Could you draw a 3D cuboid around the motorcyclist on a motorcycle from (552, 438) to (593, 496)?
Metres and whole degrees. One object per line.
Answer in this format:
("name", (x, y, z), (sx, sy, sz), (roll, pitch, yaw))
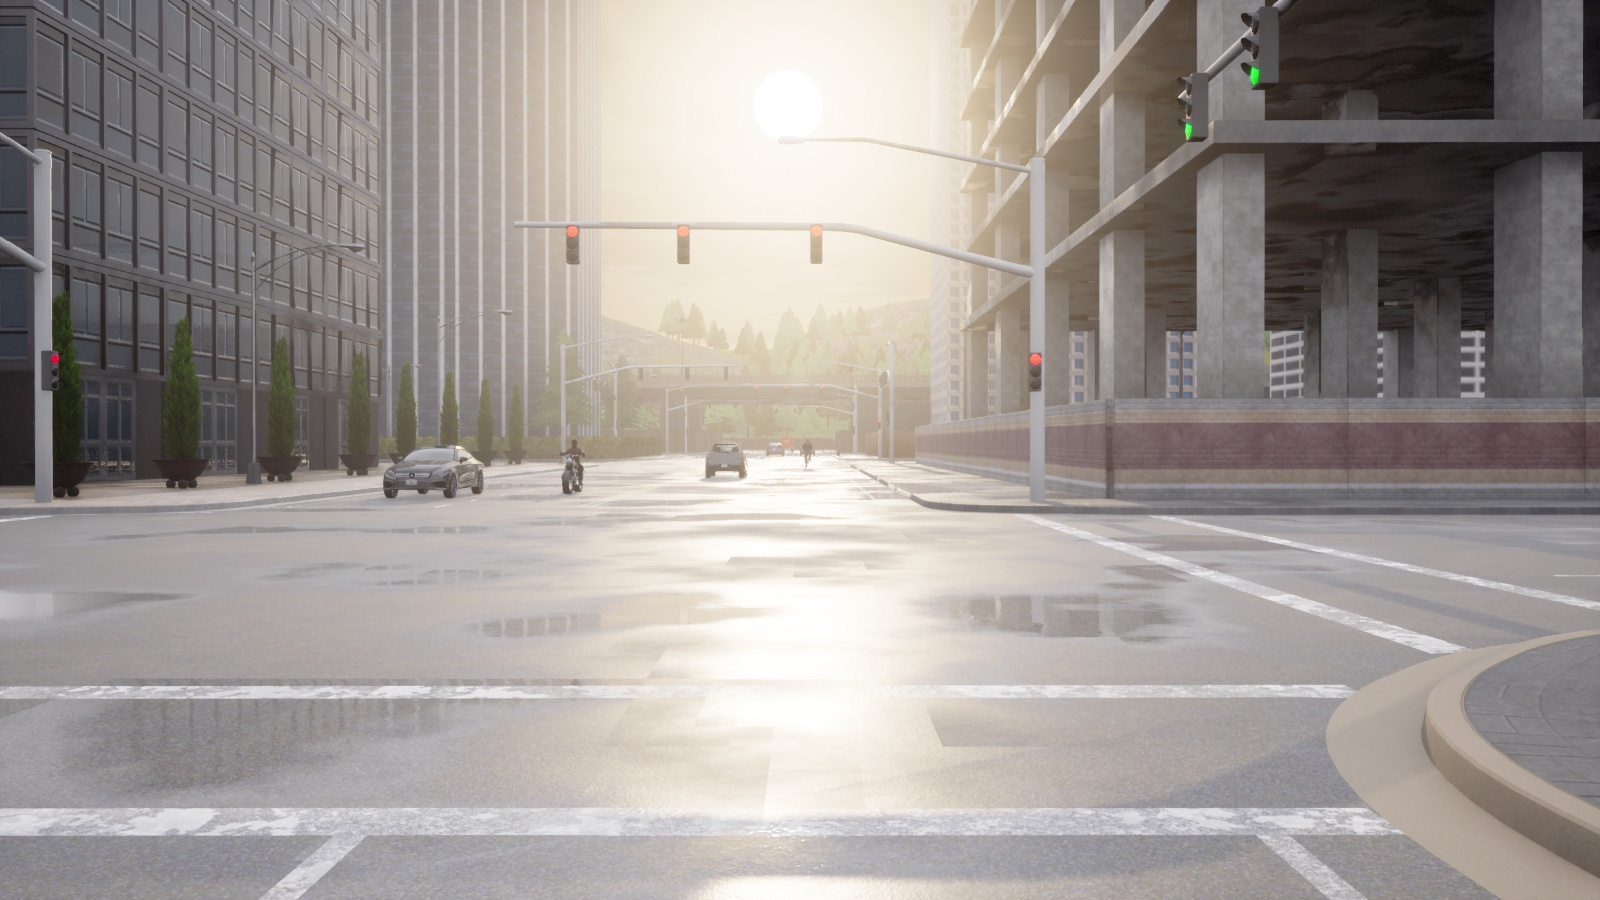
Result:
("motorcyclist on a motorcycle", (-6.765, 0.480, 37.403), (0.766, 1.649, 2.350), (0, 0, 0))

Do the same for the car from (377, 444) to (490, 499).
("car", (-10.276, 0.563, 35.566), (1.812, 1.442, 4.674), (0, 0, 0))

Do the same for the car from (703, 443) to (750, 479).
("car", (-3.163, 0.450, 54.584), (1.845, 1.501, 3.633), (0, 0, 0))
